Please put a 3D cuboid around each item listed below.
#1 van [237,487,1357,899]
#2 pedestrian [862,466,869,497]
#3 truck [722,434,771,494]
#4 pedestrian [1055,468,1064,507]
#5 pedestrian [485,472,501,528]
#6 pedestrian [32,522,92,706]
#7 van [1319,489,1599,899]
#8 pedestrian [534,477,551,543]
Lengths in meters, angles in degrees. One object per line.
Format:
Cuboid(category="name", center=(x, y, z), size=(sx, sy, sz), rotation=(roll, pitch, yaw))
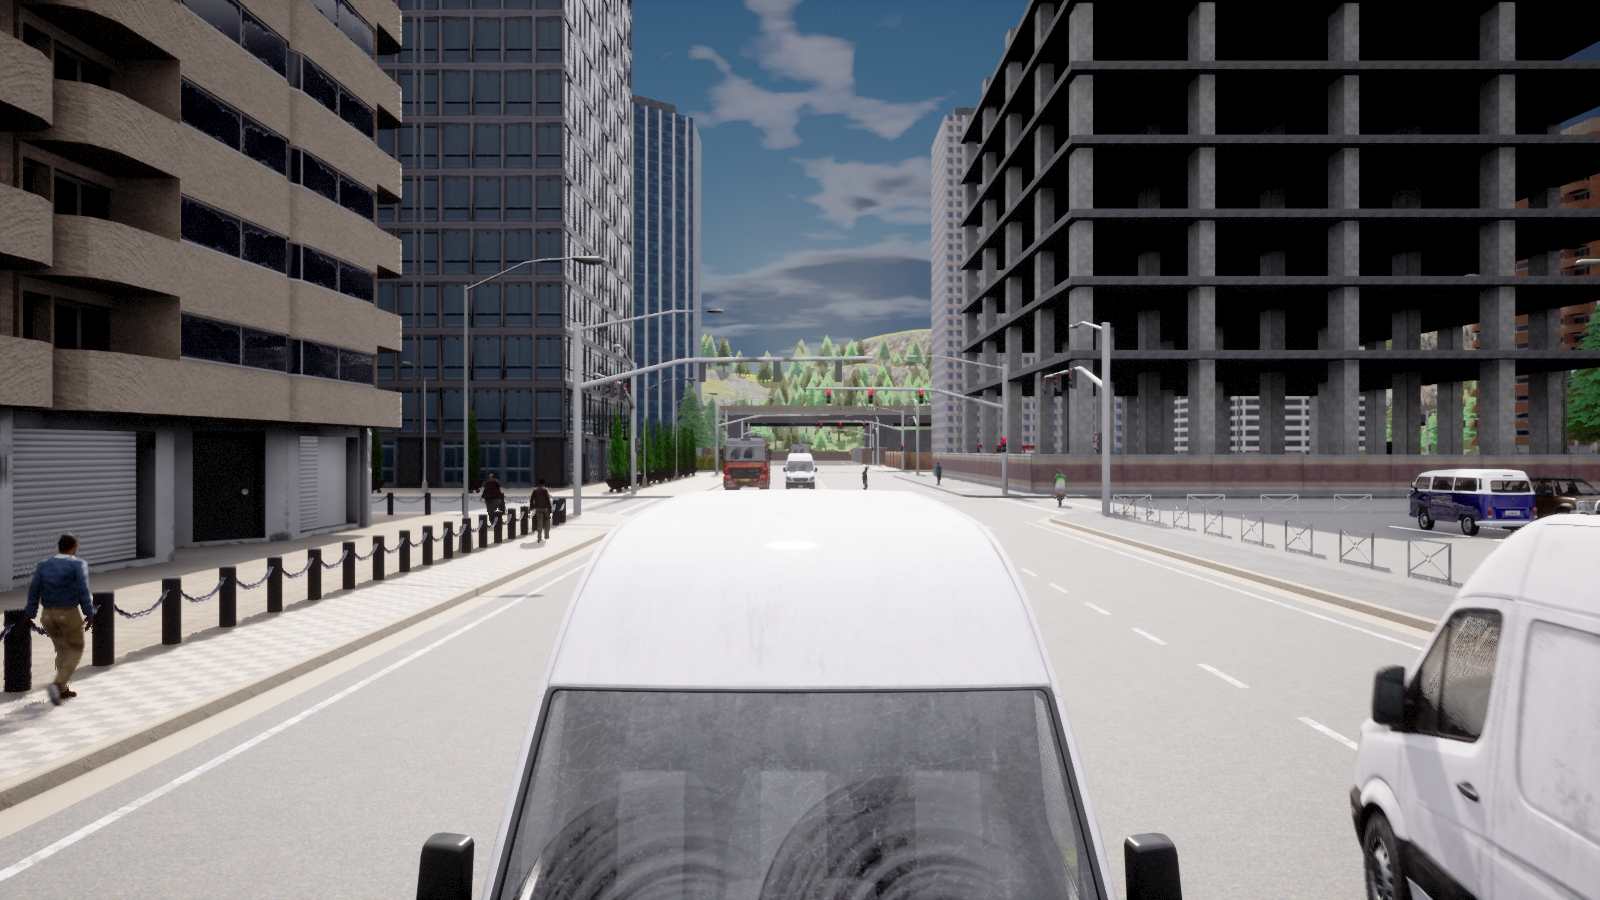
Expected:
Cuboid(category="van", center=(-0.002, 1.534, 4.985), size=(1.988, 2.561, 5.915), rotation=(0, 0, 0))
Cuboid(category="pedestrian", center=(3.854, 1.849, 67.403), size=(0.375, 1.860, 0.375), rotation=(0, 0, 2))
Cuboid(category="truck", center=(-3.496, 0.891, 77.013), size=(2.891, 3.827, 8.468), rotation=(0, 0, 0))
Cuboid(category="pedestrian", center=(12.457, 1.793, 54.781), size=(0.375, 1.860, 0.375), rotation=(0, 0, 7))
Cuboid(category="pedestrian", center=(-10.178, 1.649, 37.908), size=(0.375, 1.860, 0.375), rotation=(0, 0, 17))
Cuboid(category="pedestrian", center=(-7.712, 1.699, 11.945), size=(0.375, 1.860, 0.375), rotation=(0, 0, 1))
Cuboid(category="van", center=(4.002, 1.534, 4.482), size=(1.988, 2.561, 5.915), rotation=(0, 0, 8))
Cuboid(category="pedestrian", center=(-7.321, 1.697, 32.455), size=(0.375, 1.860, 0.375), rotation=(0, 0, 4))
